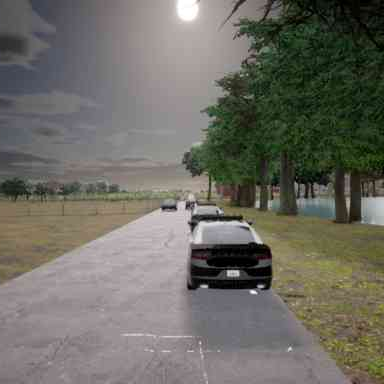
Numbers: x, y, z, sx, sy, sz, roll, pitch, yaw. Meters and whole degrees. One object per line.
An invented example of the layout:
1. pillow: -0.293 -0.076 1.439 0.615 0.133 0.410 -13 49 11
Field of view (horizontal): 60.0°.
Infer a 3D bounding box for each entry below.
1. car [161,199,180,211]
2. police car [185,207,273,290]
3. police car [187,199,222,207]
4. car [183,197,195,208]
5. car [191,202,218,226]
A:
1. car: -2.832 1.606 42.189 1.882 1.535 5.008 0 0 0
2. police car: 0.829 1.435 9.252 1.930 1.638 5.238 0 0 0
3. police car: 0.833 1.458 19.253 1.930 1.638 5.238 0 0 0
4. car: 0.046 1.638 47.683 1.882 1.535 5.008 0 0 1
5. car: 0.835 1.557 25.143 1.837 1.490 4.892 0 0 0
